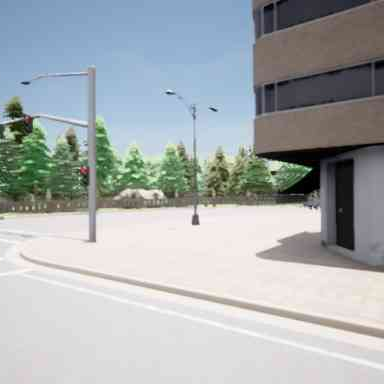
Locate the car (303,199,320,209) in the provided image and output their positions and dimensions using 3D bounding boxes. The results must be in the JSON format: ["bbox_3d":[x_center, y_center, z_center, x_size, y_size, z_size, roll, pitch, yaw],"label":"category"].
[{"bbox_3d":[18.673,1.619,47.201,5.357,1.411,2.033,0,0,-6],"label":"car"}]
